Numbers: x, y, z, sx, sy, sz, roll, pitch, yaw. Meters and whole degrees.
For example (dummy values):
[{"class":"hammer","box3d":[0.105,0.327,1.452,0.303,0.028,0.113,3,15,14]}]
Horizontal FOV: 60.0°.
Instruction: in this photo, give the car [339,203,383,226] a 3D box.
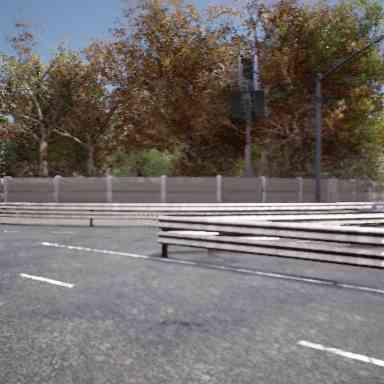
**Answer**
[{"class":"car","box3d":[10.346,1.369,18.225,4.902,1.511,2.128,0,0,-20]}]
